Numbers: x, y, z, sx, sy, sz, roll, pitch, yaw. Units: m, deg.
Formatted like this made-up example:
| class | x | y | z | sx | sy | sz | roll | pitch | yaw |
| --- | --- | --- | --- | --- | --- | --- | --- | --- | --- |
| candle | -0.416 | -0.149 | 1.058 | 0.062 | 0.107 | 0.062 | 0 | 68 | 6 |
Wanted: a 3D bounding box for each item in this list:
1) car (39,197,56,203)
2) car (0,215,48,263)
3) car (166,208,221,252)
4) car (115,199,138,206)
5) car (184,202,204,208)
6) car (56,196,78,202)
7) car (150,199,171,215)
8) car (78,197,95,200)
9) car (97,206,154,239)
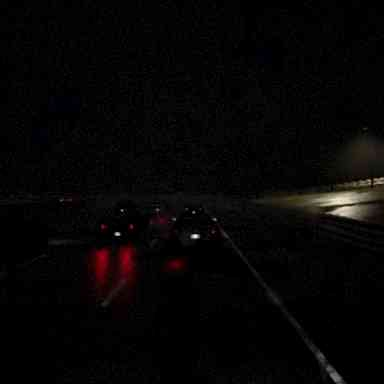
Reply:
| class | x | y | z | sx | sy | sz | roll | pitch | yaw |
| --- | --- | --- | --- | --- | --- | --- | --- | --- | --- |
| car | -24.420 | 1.621 | 56.944 | 1.994 | 1.385 | 4.181 | 0 | 0 | 1 |
| car | -6.888 | 1.534 | 11.884 | 1.812 | 1.442 | 4.674 | 0 | 0 | 0 |
| car | 0.118 | 1.574 | 14.000 | 1.994 | 1.385 | 4.181 | 0 | 0 | 0 |
| car | -6.832 | 1.532 | 34.785 | 1.837 | 1.490 | 4.892 | 0 | 0 | 0 |
| car | 0.163 | 1.626 | 32.891 | 1.895 | 1.301 | 4.718 | 0 | 0 | 0 |
| car | -20.926 | 1.410 | 57.007 | 2.097 | 1.767 | 4.553 | 0 | 0 | 1 |
| car | -3.333 | 1.518 | 34.652 | 2.128 | 1.511 | 4.902 | 0 | 0 | 0 |
| car | -17.430 | 1.621 | 56.957 | 1.994 | 1.385 | 4.181 | 0 | 0 | 1 |
| car | -3.374 | 1.614 | 17.312 | 1.895 | 1.301 | 4.718 | 0 | 0 | 0 |
